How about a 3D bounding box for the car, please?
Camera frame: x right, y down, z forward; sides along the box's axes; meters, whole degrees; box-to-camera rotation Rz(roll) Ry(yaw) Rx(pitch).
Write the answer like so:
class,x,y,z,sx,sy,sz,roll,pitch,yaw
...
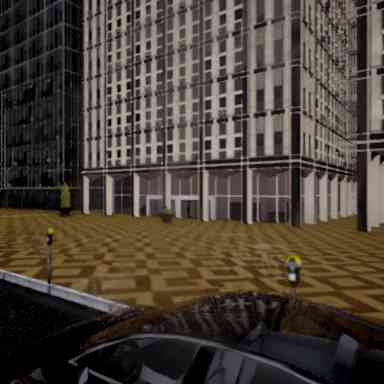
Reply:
class,x,y,z,sx,sy,sz,roll,pitch,yaw
car,0.207,1.562,2.732,4.313,1.339,1.947,0,0,36
